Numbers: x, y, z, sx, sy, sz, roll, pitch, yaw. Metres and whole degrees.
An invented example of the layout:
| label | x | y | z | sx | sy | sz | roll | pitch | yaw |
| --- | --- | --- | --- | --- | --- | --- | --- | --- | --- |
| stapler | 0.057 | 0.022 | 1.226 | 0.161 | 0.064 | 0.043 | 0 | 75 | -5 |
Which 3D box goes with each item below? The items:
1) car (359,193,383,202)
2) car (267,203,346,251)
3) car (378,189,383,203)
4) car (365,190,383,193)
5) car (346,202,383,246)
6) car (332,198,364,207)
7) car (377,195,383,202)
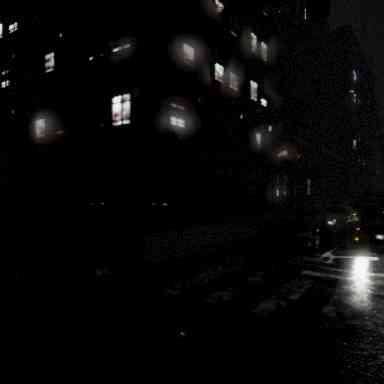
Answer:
| label | x | y | z | sx | sy | sz | roll | pitch | yaw |
| --- | --- | --- | --- | --- | --- | --- | --- | --- | --- |
| car | 13.940 | 1.077 | 26.634 | 1.887 | 1.381 | 4.507 | 2 | 2 | 35 |
| car | 4.375 | 1.315 | 12.941 | 2.008 | 1.369 | 4.403 | 2 | 2 | 35 |
| car | 26.693 | 0.542 | 44.885 | 2.192 | 1.841 | 5.009 | 1 | 2 | 35 |
| car | 17.130 | 0.770 | 31.193 | 2.192 | 1.841 | 5.009 | 2 | 2 | 35 |
| car | 7.527 | 1.322 | 12.951 | 1.994 | 1.385 | 4.181 | 1 | 1 | 35 |
| car | 7.466 | 1.214 | 17.365 | 1.752 | 1.417 | 4.829 | 2 | 2 | 35 |
| car | 13.218 | 1.124 | 21.092 | 1.837 | 1.490 | 4.892 | 1 | 1 | 35 |
